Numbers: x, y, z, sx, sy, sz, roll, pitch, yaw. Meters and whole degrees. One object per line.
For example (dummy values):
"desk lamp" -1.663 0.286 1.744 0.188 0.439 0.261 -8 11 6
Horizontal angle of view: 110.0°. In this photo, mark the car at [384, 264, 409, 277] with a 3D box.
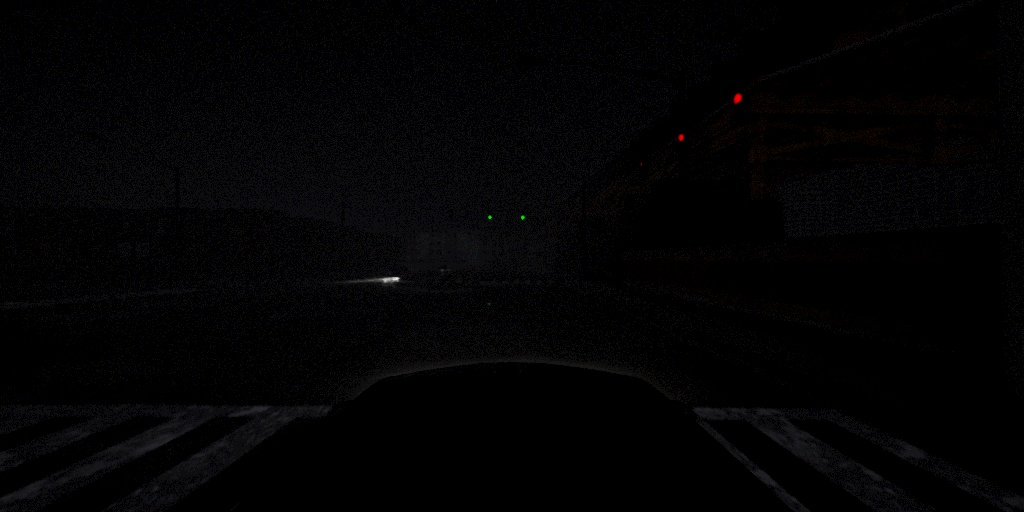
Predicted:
"car" -14.003 1.789 43.602 2.128 1.511 4.902 0 0 0
